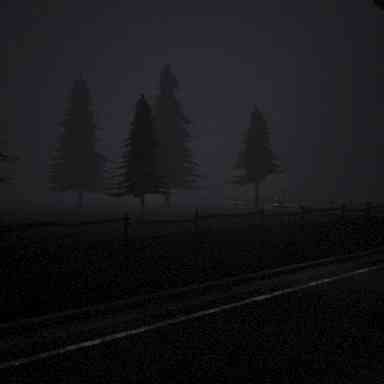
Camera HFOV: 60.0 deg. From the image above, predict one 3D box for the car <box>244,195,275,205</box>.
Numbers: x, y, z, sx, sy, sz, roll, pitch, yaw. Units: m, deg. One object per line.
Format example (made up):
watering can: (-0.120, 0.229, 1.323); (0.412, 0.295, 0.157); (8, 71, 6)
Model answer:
car: (11.939, 1.601, 60.937); (2.033, 1.411, 5.357); (0, 0, -35)

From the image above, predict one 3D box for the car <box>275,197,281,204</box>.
car: (14.785, 1.403, 62.974); (2.097, 1.767, 4.553); (0, 0, -35)
